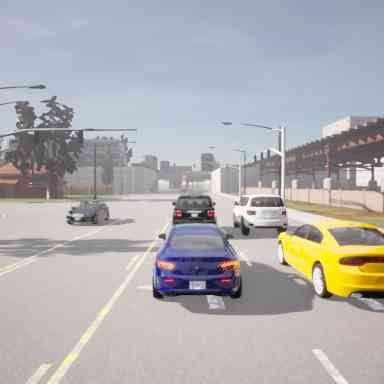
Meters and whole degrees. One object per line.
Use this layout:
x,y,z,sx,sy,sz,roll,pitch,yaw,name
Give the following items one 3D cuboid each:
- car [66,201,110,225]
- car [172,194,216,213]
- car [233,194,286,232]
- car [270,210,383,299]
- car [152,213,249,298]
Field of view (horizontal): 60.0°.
-6.995,1.361,22.812,2.128,1.511,4.902,0,0,0,car
0.113,1.130,17.821,2.150,2.045,5.566,0,0,0,car
3.611,1.130,18.316,2.150,2.045,5.566,0,0,0,car
3.606,1.452,8.482,1.882,1.535,5.008,0,0,0,car
0.106,1.501,8.306,1.812,1.442,4.674,0,0,0,car
